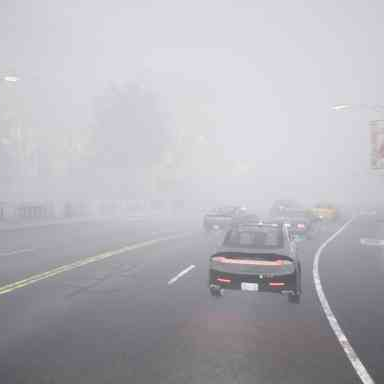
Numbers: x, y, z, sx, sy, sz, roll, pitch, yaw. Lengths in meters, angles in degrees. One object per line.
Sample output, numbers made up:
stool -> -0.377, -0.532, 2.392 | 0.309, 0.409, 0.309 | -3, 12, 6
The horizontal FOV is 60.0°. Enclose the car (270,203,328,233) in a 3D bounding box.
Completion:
car -> 5.531, 1.547, 17.286 | 2.033, 1.411, 5.357 | 0, 0, 29

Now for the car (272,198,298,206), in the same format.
car -> 8.481, 1.352, 29.456 | 2.097, 1.767, 4.553 | 0, 0, 30

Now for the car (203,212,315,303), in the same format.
car -> 1.680, 1.492, 8.327 | 2.128, 1.511, 4.902 | 0, 0, 15

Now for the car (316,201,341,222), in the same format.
car -> 10.542, 1.456, 26.247 | 1.801, 1.575, 5.366 | 0, 0, 30

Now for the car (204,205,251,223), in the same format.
car -> 2.302, 1.492, 18.454 | 2.128, 1.511, 4.902 | 0, 0, 28
